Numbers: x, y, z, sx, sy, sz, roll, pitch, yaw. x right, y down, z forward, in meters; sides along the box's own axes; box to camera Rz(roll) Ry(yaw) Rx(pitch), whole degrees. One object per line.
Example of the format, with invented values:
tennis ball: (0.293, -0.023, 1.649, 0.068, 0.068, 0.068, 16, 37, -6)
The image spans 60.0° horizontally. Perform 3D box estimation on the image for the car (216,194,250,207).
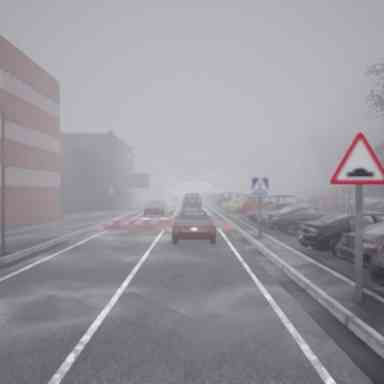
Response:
car: (5.921, 1.250, 48.370, 4.553, 1.767, 2.185, 0, 0, -1)

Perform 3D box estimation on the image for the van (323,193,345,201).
van: (18.661, 1.155, 40.088, 4.442, 1.987, 1.878, 0, 0, -1)

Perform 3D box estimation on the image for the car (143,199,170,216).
car: (-3.417, 1.419, 31.471, 1.882, 1.535, 5.008, 0, 0, 0)

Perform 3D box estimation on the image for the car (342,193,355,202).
car: (18.634, 1.260, 34.567, 4.553, 1.767, 2.185, 0, 0, -1)

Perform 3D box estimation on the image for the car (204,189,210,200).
car: (5.653, 0.932, 68.163, 5.566, 2.045, 2.435, 0, 1, -1)

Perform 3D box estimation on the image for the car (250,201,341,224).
car: (6.189, 1.439, 20.114, 4.674, 1.452, 2.002, 0, 0, -1)

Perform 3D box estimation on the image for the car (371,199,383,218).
car: (18.667, 1.390, 28.920, 5.008, 1.535, 2.097, 0, 0, -1)

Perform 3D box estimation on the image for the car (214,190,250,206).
car: (5.977, 1.129, 42.719, 5.566, 2.045, 2.435, 0, 0, -1)

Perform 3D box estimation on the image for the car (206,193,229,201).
car: (5.616, 1.079, 73.818, 5.008, 1.535, 2.097, 0, 1, -1)

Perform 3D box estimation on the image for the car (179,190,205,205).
car: (-0.008, 1.149, 38.147, 2.150, 2.045, 5.566, 0, 0, 0)

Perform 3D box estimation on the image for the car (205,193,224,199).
car: (5.535, 0.963, 82.294, 4.674, 1.452, 2.002, 0, 1, -1)

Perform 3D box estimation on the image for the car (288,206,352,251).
car: (6.270, 1.403, 11.638, 5.008, 1.535, 2.097, 0, 0, -1)

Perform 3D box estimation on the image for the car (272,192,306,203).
car: (18.286, 1.032, 62.818, 5.566, 2.045, 2.435, 0, 1, -1)

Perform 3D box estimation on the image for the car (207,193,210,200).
car: (5.743, 1.328, 62.519, 4.674, 1.452, 2.002, 0, 1, -1)

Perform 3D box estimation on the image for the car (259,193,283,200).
car: (18.163, 1.022, 76.938, 5.008, 1.535, 2.097, 0, 1, -1)

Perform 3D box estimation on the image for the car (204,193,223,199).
car: (5.531, 0.901, 85.121, 4.792, 1.488, 2.163, 0, 1, -1)

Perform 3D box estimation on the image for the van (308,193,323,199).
van: (18.605, 1.151, 45.738, 4.442, 1.987, 1.878, 0, 0, -1)

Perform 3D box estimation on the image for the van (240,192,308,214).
van: (6.244, 1.169, 25.766, 4.442, 1.987, 1.878, 0, 0, -1)

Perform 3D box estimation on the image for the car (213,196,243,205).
car: (5.827, 1.411, 54.021, 4.674, 1.452, 2.002, 0, 0, -1)

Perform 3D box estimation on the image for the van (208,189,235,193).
van: (5.827, 1.010, 65.340, 4.442, 1.987, 1.878, 0, 1, -1)

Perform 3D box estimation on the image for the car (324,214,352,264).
car: (6.303, 1.442, 8.810, 4.674, 1.452, 2.002, 0, 0, -1)

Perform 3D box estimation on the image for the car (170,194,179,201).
car: (-3.700, 1.146, 71.867, 1.812, 1.442, 4.674, 0, 1, -1)

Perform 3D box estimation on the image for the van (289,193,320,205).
van: (18.282, 1.144, 54.206, 4.442, 1.987, 1.878, 0, 0, -1)

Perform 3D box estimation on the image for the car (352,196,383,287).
car: (6.307, 1.149, 5.985, 5.566, 2.045, 2.435, 0, 0, -1)

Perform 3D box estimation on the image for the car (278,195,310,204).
car: (18.337, 1.332, 59.988, 5.008, 1.535, 2.097, 0, 1, -1)

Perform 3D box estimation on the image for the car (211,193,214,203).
car: (5.854, 1.373, 51.195, 5.008, 1.535, 2.097, 0, 0, -1)

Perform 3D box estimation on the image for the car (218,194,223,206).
car: (6.164, 1.380, 39.895, 5.366, 1.575, 1.946, 0, 0, -1)

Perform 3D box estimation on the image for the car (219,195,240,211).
car: (5.852, 1.384, 34.240, 5.366, 1.575, 1.946, 0, 0, -1)

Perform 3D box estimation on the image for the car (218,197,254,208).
car: (5.922, 1.418, 45.544, 4.674, 1.452, 2.002, 0, 0, -1)

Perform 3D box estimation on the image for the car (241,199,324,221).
car: (6.128, 1.426, 22.939, 4.792, 1.488, 2.163, 0, 0, -1)

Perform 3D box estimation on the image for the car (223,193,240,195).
car: (6.039, 1.260, 37.067, 4.553, 1.767, 2.185, 0, 0, -1)

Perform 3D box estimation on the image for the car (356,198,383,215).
car: (18.628, 1.388, 31.743, 5.008, 1.535, 2.097, 0, 0, -1)

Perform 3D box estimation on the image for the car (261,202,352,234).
car: (6.214, 1.441, 17.288, 4.674, 1.452, 2.002, 0, 0, -1)

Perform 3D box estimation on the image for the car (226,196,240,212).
car: (6.253, 1.387, 31.418, 5.366, 1.575, 1.946, 0, 0, -1)

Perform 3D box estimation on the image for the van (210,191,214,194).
van: (5.885, 1.108, 59.811, 4.442, 1.987, 1.878, 0, 1, -1)

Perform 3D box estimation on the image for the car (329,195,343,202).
car: (18.579, 1.383, 37.390, 5.008, 1.535, 2.097, 0, 0, -1)

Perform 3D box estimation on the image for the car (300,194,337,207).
car: (18.426, 1.248, 48.683, 4.553, 1.767, 2.185, 0, 0, -1)

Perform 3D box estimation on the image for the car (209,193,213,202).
car: (5.802, 1.404, 56.855, 4.674, 1.452, 2.002, 0, 0, -1)

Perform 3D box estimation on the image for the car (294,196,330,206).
car: (18.461, 1.401, 51.382, 4.792, 1.488, 2.163, 0, 0, -1)

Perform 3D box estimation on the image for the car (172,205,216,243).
car: (0.088, 1.538, 16.060, 1.994, 1.385, 4.181, 0, 0, 0)

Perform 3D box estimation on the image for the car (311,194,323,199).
car: (18.523, 1.380, 42.912, 4.892, 1.521, 2.231, 0, 0, -1)

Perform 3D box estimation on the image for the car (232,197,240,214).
car: (6.095, 1.432, 28.591, 4.674, 1.452, 2.002, 0, 0, -1)
